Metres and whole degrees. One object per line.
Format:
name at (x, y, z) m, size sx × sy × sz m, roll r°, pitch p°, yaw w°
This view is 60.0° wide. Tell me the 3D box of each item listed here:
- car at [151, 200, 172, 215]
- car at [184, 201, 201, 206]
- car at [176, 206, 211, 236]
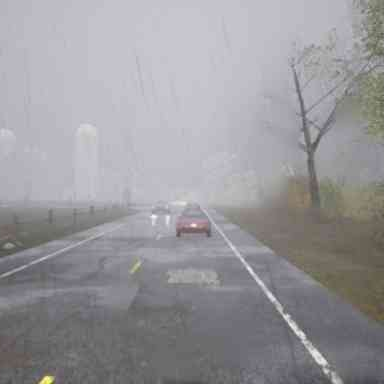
car at (-3.542, 1.712, 39.250) m, size 2.097 × 1.767 × 4.553 m, roll 0°, pitch 0°, yaw 1°
car at (0.098, 1.872, 41.449) m, size 2.128 × 1.511 × 4.902 m, roll 0°, pitch -1°, yaw 0°
car at (0.097, 1.746, 19.702) m, size 1.994 × 1.385 × 4.181 m, roll 0°, pitch -1°, yaw 0°
